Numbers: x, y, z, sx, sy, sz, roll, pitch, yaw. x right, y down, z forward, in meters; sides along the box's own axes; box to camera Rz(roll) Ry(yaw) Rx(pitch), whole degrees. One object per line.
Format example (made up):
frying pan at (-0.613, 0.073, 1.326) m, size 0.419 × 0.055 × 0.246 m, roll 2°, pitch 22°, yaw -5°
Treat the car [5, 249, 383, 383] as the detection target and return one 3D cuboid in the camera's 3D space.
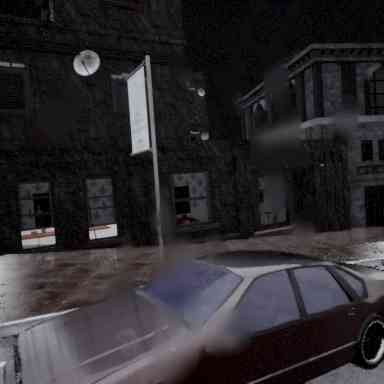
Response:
car at (0.695, 1.527, 4.242) m, size 5.357 × 1.411 × 2.033 m, roll 0°, pitch 0°, yaw -31°
